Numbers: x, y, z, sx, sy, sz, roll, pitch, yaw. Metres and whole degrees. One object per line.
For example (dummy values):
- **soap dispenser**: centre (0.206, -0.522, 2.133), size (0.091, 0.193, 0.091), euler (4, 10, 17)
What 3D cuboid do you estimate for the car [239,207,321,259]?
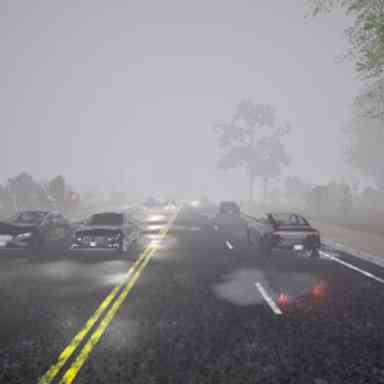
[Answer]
- **car**: centre (3.332, 1.529, 12.856), size (2.128, 1.511, 4.902), euler (0, 0, 0)

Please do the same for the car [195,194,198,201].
- **car**: centre (2.593, 1.519, 81.712), size (2.097, 1.767, 4.553), euler (0, 0, -1)

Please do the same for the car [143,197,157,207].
- **car**: centre (-6.861, 1.608, 55.234), size (1.882, 1.535, 5.008), euler (0, 0, 0)

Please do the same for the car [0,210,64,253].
- **car**: centre (-6.620, 1.532, 13.984), size (2.128, 1.511, 4.902), euler (0, 0, 0)

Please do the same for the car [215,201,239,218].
- **car**: centre (3.255, 1.561, 30.880), size (1.882, 1.535, 5.008), euler (0, 0, 0)

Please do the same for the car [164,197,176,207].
- **car**: centre (-3.612, 1.622, 55.298), size (2.128, 1.511, 4.902), euler (0, 0, 0)

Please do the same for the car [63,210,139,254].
- **car**: centre (-3.369, 1.545, 13.721), size (1.837, 1.490, 4.892), euler (0, 0, 0)

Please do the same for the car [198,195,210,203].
- **car**: centre (2.759, 1.658, 70.733), size (1.837, 1.490, 4.892), euler (0, 0, -1)
